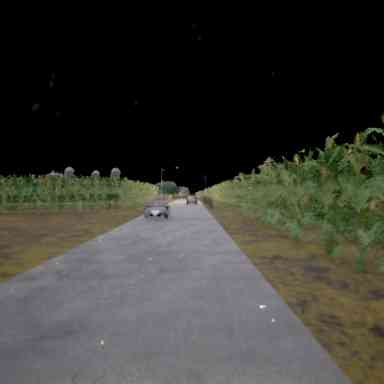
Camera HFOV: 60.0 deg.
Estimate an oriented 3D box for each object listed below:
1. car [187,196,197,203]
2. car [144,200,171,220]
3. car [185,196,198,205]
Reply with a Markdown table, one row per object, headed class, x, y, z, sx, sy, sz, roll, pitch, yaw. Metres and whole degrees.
| class | x | y | z | sx | sy | sz | roll | pitch | yaw |
| --- | --- | --- | --- | --- | --- | --- | --- | --- | --- |
| car | -0.018 | 1.477 | 65.051 | 1.994 | 1.385 | 4.181 | 0 | 0 | 0 |
| car | -2.777 | 1.414 | 27.707 | 2.128 | 1.511 | 4.902 | 0 | 0 | 0 |
| car | -0.016 | 1.383 | 54.626 | 2.128 | 1.511 | 4.902 | 0 | 0 | 0 |
